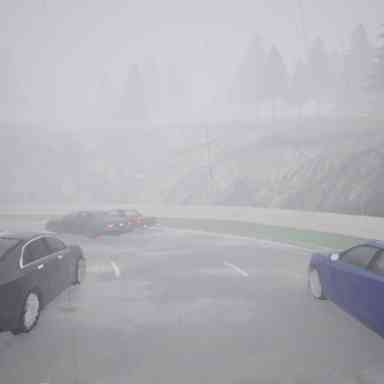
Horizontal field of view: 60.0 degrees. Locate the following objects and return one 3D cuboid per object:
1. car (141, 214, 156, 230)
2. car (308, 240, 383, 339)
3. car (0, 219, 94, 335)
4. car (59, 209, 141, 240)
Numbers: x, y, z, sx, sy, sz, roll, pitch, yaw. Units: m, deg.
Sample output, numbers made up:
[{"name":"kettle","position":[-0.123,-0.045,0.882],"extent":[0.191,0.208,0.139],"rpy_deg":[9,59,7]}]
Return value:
[{"name":"car","position":[-4.669,1.735,20.846],"extent":[4.718,1.301,1.895],"rpy_deg":[0,-1,32]},{"name":"car","position":[3.565,1.514,5.469],"extent":[1.882,1.535,5.008],"rpy_deg":[0,0,-1]},{"name":"car","position":[-3.582,1.548,6.736],"extent":[1.837,1.490,4.892],"rpy_deg":[0,0,-3]},{"name":"car","position":[-5.558,1.661,17.664],"extent":[5.357,1.411,2.033],"rpy_deg":[0,-1,34]}]
